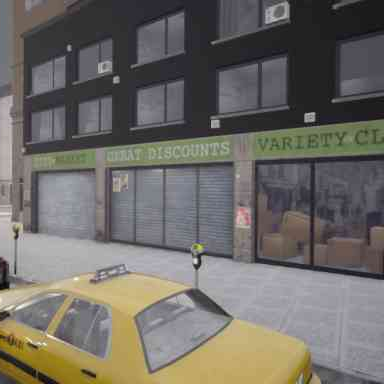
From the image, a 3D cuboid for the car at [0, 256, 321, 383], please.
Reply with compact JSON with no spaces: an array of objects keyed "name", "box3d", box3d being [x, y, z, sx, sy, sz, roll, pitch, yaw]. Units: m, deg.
[{"name":"car","box3d":[-1.119,1.525,3.877,4.829,1.417,1.752,0,1,35]}]
